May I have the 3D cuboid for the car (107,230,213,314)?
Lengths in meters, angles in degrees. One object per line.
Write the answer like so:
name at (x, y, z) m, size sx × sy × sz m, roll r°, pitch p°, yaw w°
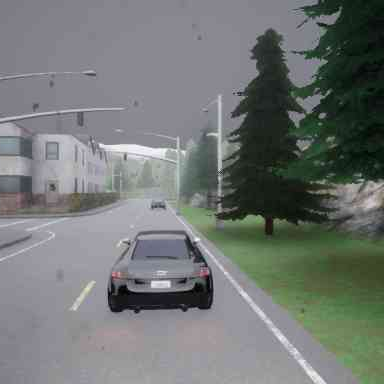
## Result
car at (-0.697, 1.564, 7.750) m, size 1.994 × 1.385 × 4.181 m, roll 0°, pitch 0°, yaw -5°

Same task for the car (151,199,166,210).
car at (-4.450, 1.601, 43.932) m, size 1.895 × 1.301 × 4.718 m, roll 0°, pitch 0°, yaw -6°
